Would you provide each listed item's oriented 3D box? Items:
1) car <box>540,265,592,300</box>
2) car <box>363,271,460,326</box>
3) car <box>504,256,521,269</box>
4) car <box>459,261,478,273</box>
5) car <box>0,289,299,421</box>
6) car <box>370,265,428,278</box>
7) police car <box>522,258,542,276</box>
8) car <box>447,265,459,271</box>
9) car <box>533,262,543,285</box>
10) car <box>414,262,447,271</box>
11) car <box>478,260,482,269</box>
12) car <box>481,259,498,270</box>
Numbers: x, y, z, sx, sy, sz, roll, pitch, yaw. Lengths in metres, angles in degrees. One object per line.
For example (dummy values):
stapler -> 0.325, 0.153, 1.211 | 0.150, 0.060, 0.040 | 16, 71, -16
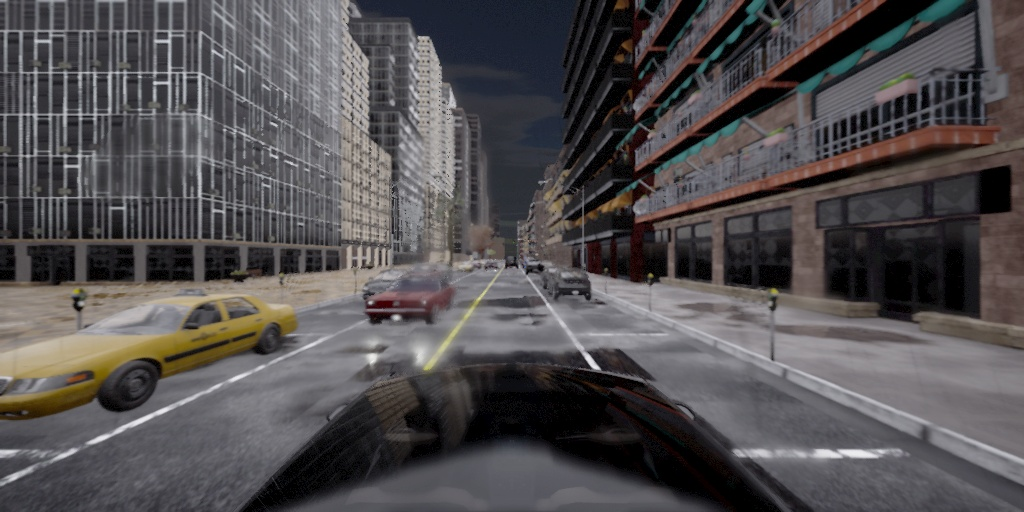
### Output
car -> 2.681, 1.309, 17.347 | 2.007, 1.370, 4.403 | 0, 0, 0
car -> -3.106, 1.356, 11.876 | 1.895, 1.301, 4.718 | 0, 0, 0
car -> -0.031, 1.021, 57.490 | 2.150, 2.045, 5.566 | 0, 0, 0
car -> -5.716, 1.308, 44.835 | 1.751, 1.417, 4.829 | 0, 0, 0
car -> -5.693, 1.278, 6.108 | 1.751, 1.417, 4.829 | 0, 0, 0
car -> -5.700, 1.309, 17.343 | 2.007, 1.370, 4.403 | 0, 0, 0
police car -> 2.345, 1.200, 38.257 | 1.930, 1.638, 5.238 | 0, 0, 0
car -> -5.707, 1.317, 28.407 | 2.007, 1.370, 4.403 | 0, 0, 0
car -> 2.677, 1.313, 22.880 | 2.007, 1.370, 4.403 | 0, 0, 0
car -> -5.703, 1.202, 22.876 | 1.967, 1.591, 4.097 | 0, 0, 0
car -> -5.722, 1.380, 56.071 | 1.802, 1.307, 4.207 | 0, 0, 0
car -> -3.091, 1.358, 54.073 | 1.994, 1.385, 4.181 | 0, 0, 0
